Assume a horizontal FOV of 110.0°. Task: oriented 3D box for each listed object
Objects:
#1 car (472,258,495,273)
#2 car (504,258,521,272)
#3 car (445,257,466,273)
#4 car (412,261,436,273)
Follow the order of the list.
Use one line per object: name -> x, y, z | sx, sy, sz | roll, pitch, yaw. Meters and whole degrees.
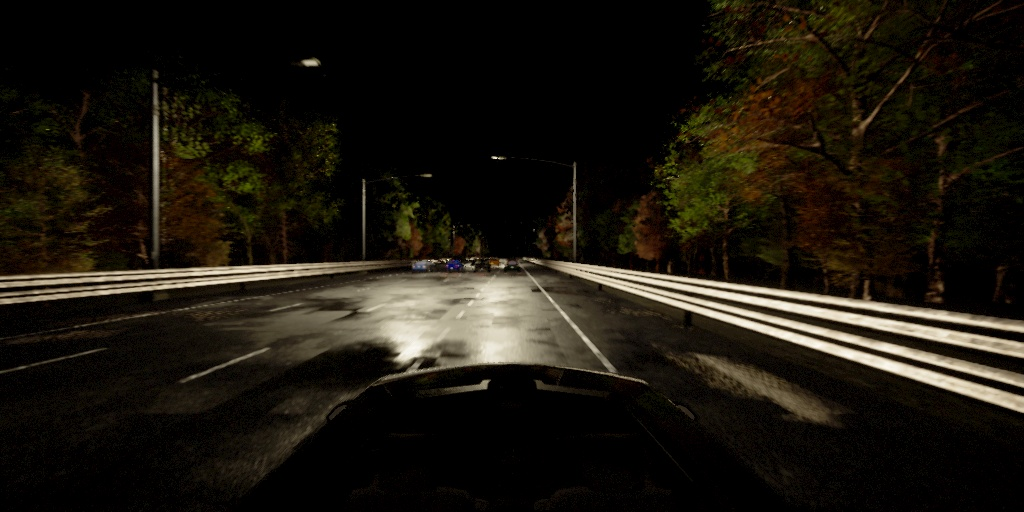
car -> -3.439, 1.216, 43.456 | 1.837, 1.490, 4.892 | 0, 0, 0
car -> 0.059, 1.274, 43.846 | 1.994, 1.385, 4.181 | 0, 0, 1
car -> -6.940, 1.235, 43.698 | 1.812, 1.442, 4.674 | 0, 0, 0
car -> -10.445, 1.258, 42.764 | 2.033, 1.411, 5.357 | 0, 0, 0
